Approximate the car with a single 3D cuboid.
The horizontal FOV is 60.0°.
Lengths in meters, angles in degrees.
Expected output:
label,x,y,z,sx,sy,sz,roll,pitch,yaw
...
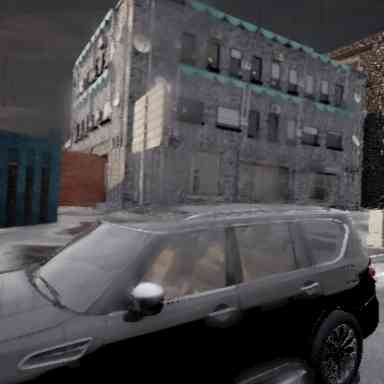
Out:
label,x,y,z,sx,sy,sz,roll,pitch,yaw
car,-0.222,1.183,3.676,5.566,2.045,2.150,0,1,-33
